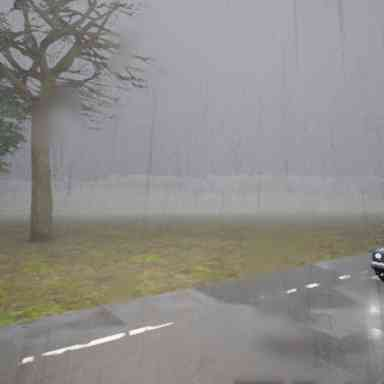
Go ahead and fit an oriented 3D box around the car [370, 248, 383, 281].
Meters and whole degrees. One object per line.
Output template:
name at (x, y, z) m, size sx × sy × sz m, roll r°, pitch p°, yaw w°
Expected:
car at (6.713, 1.664, 8.792) m, size 4.718 × 1.301 × 1.895 m, roll 1°, pitch 0°, yaw -36°
